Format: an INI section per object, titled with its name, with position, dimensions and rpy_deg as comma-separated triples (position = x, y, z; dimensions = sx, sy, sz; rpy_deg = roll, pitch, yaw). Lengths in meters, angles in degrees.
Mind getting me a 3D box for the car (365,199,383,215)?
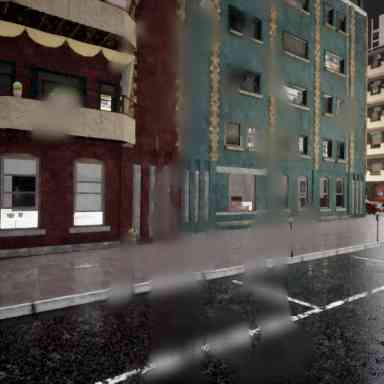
[car]
position = 15.690, 1.240, 32.190
dimensions = 2.192, 1.841, 5.009
rpy_deg = 1, 0, -36
